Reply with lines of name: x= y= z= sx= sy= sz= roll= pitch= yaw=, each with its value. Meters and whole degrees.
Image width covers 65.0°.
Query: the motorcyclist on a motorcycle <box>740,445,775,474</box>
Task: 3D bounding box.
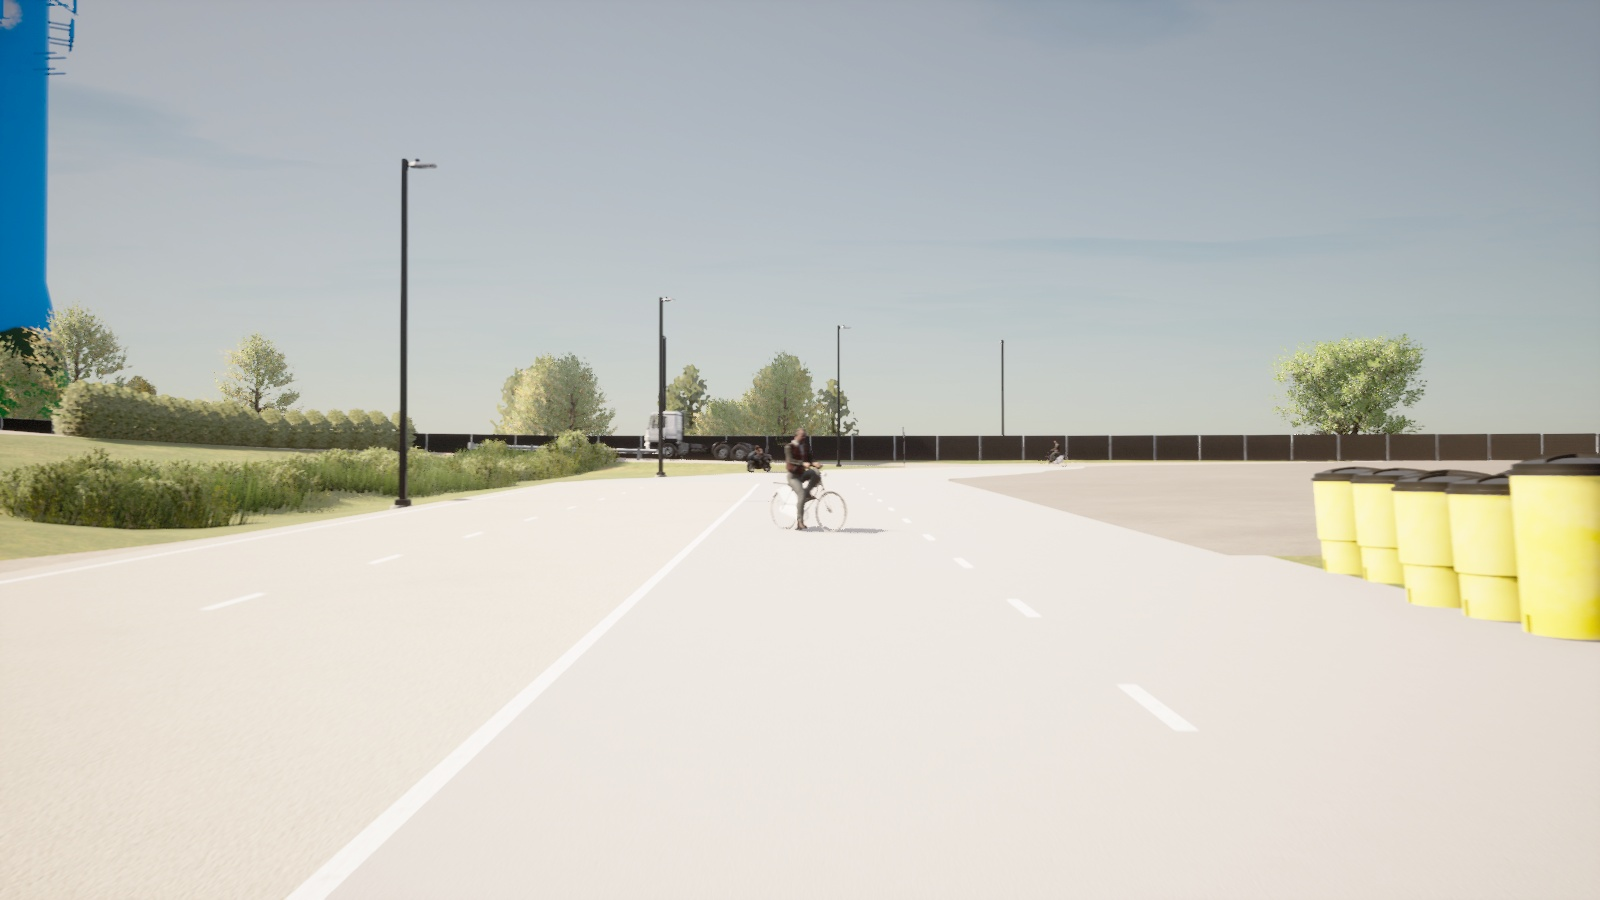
motorcyclist on a motorcycle: x=-2.294 y=0.484 z=68.099 sx=0.797 sy=1.523 sz=2.044 roll=0 pitch=1 yaw=38

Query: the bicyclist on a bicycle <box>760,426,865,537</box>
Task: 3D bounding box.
bicyclist on a bicycle: x=0.190 y=0.507 z=21.078 sx=0.659 sy=1.776 sz=1.843 roll=0 pitch=0 yaw=-44

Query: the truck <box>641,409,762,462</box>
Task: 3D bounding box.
truck: x=-6.829 y=-0.989 z=87.785 sx=7.936 sy=3.462 sz=2.891 roll=2 pitch=-1 yaw=4
